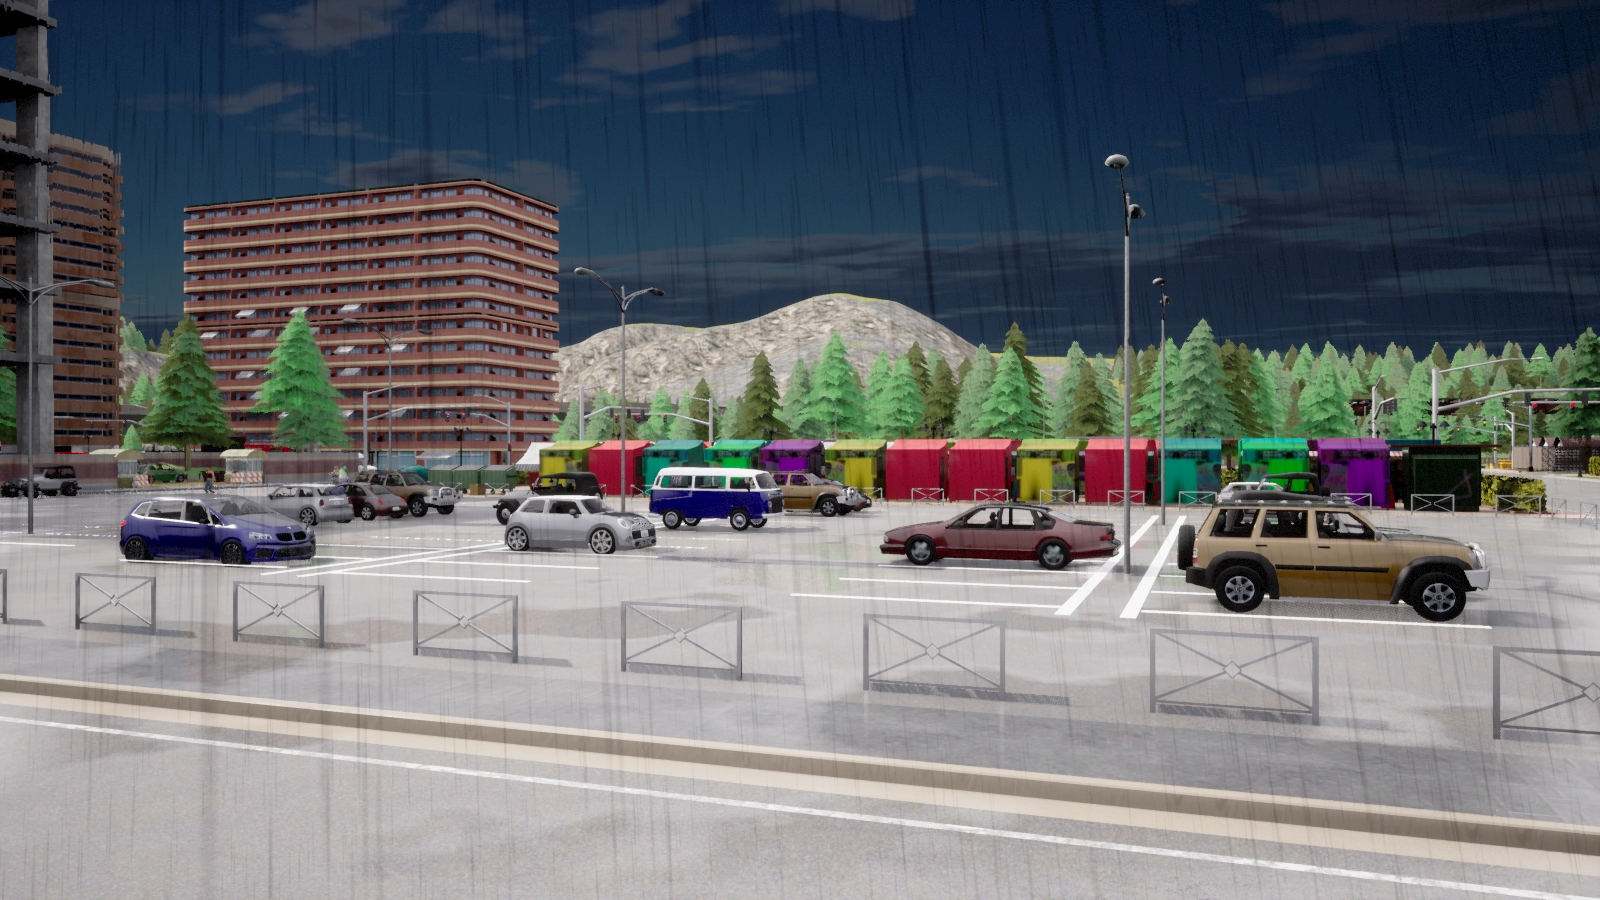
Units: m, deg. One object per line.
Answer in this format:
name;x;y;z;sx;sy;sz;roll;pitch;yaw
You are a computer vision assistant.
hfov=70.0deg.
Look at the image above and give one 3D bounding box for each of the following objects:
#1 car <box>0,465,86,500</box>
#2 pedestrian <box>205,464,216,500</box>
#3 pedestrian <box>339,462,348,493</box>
car;-43.373;1.802;65.395;1.905;1.878;3.866;0;0;20
pedestrian;-30.644;1.643;59.402;0.375;1.860;0.375;0;0;21
pedestrian;-27.416;1.641;68.611;0.375;1.860;0.375;0;0;17
